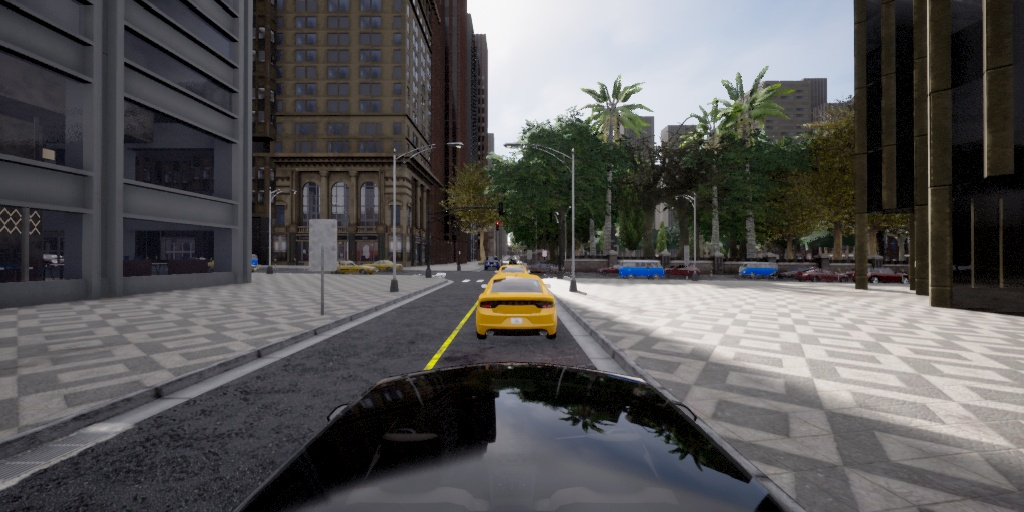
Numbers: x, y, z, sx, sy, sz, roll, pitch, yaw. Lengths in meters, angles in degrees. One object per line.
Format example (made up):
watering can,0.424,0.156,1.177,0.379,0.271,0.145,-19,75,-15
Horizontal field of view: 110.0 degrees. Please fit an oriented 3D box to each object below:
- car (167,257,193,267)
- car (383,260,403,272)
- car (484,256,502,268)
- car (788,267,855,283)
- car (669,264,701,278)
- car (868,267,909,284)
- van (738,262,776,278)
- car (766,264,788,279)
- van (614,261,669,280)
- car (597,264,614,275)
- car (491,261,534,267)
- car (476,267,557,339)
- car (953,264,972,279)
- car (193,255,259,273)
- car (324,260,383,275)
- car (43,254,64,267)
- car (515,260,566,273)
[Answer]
car,-37.780,0.774,42.001,4.313,1.339,1.948,0,0,0
car,-15.271,1.102,41.860,4.829,1.417,1.751,0,0,0
car,-2.974,1.036,54.571,2.150,2.045,5.566,0,0,0
car,28.513,1.830,33.061,4.207,1.307,1.802,0,0,0
car,17.967,1.633,38.992,4.674,1.442,1.812,1,0,0
car,34.037,1.779,33.027,4.097,1.591,1.967,0,0,0
van,28.555,1.638,41.587,3.998,1.789,1.690,0,0,0
car,31.305,1.875,38.903,5.357,1.411,2.033,1,0,0
van,11.943,1.315,33.165,3.998,1.789,1.690,0,0,0
car,11.985,1.606,41.690,4.207,1.307,1.802,0,0,0
car,0.043,1.235,20.177,1.882,1.535,5.008,0,0,0
car,0.112,1.230,10.116,1.882,1.535,5.008,0,0,0
car,46.818,1.882,38.714,5.566,2.045,2.150,1,0,0
car,-26.315,0.868,33.404,4.829,1.417,1.751,0,0,0
car,-14.974,1.053,33.333,4.829,1.417,1.751,0,0,0
car,-43.496,0.508,33.511,4.097,1.591,1.967,0,0,0
car,3.362,1.415,40.513,5.357,1.411,2.033,1,1,25
